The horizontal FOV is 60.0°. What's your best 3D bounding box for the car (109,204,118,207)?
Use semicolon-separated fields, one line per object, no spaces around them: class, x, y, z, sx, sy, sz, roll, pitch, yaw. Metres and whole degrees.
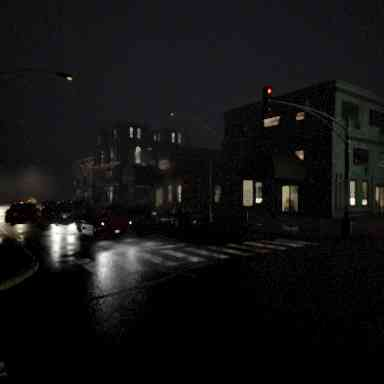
car;-7.322;1.770;32.053;1.802;1.307;4.206;1;-1;-35

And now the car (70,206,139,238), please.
car;-4.947;1.648;18.270;1.895;1.301;4.718;1;-1;-35

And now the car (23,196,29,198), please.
car;-33.515;1.931;69.513;1.752;1.417;4.829;1;-1;-35

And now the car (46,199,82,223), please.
car;-10.893;1.587;26.833;2.128;1.511;4.902;1;-1;-35

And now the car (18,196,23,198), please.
car;-39.754;1.774;78.492;2.192;1.841;5.009;1;-1;-35

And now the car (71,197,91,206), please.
car;-14.340;1.560;42.076;2.192;1.841;5.009;1;-1;-35

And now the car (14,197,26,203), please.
car;-42.923;2.037;83.047;2.008;1.369;4.403;1;-1;-35

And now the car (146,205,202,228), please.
car;-1.065;1.688;23.053;2.008;1.369;4.403;1;-1;-35

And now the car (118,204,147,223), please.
car;-4.194;1.728;27.554;1.947;1.339;4.313;1;-1;-35

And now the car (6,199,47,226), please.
car;-11.891;1.488;23.494;1.967;1.590;4.097;1;-1;-35

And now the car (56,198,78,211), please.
car;-17.536;1.712;46.614;1.967;1.590;4.097;1;-1;-35
